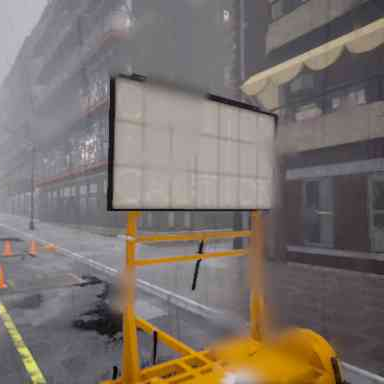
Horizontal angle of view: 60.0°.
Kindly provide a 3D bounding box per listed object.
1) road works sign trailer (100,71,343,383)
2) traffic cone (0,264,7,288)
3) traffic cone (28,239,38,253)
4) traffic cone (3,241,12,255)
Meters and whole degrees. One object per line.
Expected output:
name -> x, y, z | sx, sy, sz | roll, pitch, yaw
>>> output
road works sign trailer -> 0.021, 0.625, 3.965 | 2.380, 3.560, 2.880 | 2, -3, -37
traffic cone -> -5.115, 2.220, 8.836 | 0.340, 0.580, 0.340 | 2, -3, -37
traffic cone -> -7.093, 2.414, 14.840 | 0.340, 0.580, 0.340 | 2, -3, -37
traffic cone -> -7.895, 2.379, 14.244 | 0.340, 0.580, 0.340 | 2, -3, -37
